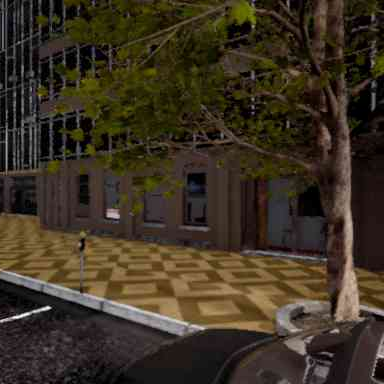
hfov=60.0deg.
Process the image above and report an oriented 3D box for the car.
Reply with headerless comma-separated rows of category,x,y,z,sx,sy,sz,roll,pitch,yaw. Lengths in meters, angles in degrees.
car,1.285,1.551,1.959,4.403,1.369,2.008,0,0,36
